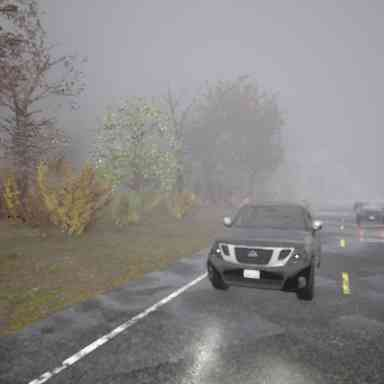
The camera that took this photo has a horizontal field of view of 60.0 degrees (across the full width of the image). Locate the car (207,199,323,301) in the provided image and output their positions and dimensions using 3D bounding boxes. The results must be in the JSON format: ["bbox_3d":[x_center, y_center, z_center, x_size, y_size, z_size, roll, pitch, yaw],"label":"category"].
[{"bbox_3d":[2.254,1.244,8.977,2.150,2.045,5.566,0,0,24],"label":"car"}]

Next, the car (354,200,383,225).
[{"bbox_3d":[13.356,1.607,24.963,1.812,1.442,4.674,0,0,25],"label":"car"}]
